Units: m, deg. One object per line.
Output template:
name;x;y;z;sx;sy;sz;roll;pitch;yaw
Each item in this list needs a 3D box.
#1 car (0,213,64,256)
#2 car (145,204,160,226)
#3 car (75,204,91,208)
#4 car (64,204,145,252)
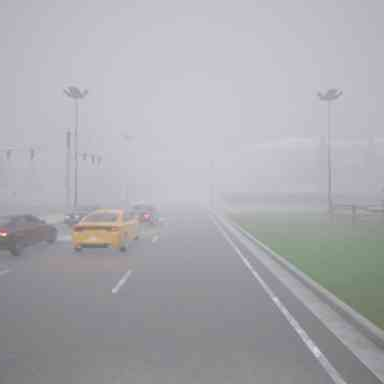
car;-6.910;1.527;12.956;1.812;1.442;4.674;0;0;0
car;-3.419;1.547;23.478;2.033;1.411;5.357;0;0;0
car;-6.916;1.548;22.478;2.033;1.411;5.357;0;0;0
car;-3.410;1.478;14.000;1.882;1.535;5.008;0;0;0
